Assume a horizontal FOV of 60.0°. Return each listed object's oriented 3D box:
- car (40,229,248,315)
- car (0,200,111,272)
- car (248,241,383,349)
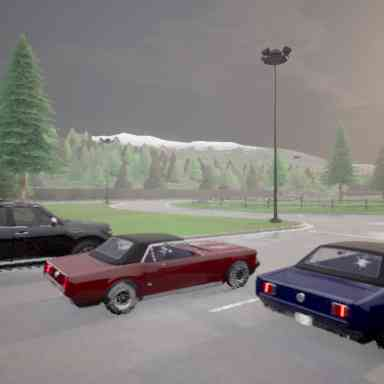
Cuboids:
[{"bbox_3d":[-0.667,1.601,7.560,4.718,1.301,1.895,0,0,-35],"label":"car"},{"bbox_3d":[-4.827,1.222,8.898,5.566,2.045,2.150,0,0,-35],"label":"car"},{"bbox_3d":[3.466,1.601,6.205,4.718,1.301,1.895,0,0,-35],"label":"car"}]
